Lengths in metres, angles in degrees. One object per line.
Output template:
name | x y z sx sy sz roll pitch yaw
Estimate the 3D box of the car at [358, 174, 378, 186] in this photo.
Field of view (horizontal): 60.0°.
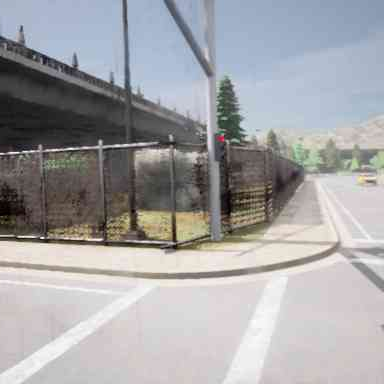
car | 23.304 -1.710 44.263 1.882 1.535 5.008 -1 3 20
